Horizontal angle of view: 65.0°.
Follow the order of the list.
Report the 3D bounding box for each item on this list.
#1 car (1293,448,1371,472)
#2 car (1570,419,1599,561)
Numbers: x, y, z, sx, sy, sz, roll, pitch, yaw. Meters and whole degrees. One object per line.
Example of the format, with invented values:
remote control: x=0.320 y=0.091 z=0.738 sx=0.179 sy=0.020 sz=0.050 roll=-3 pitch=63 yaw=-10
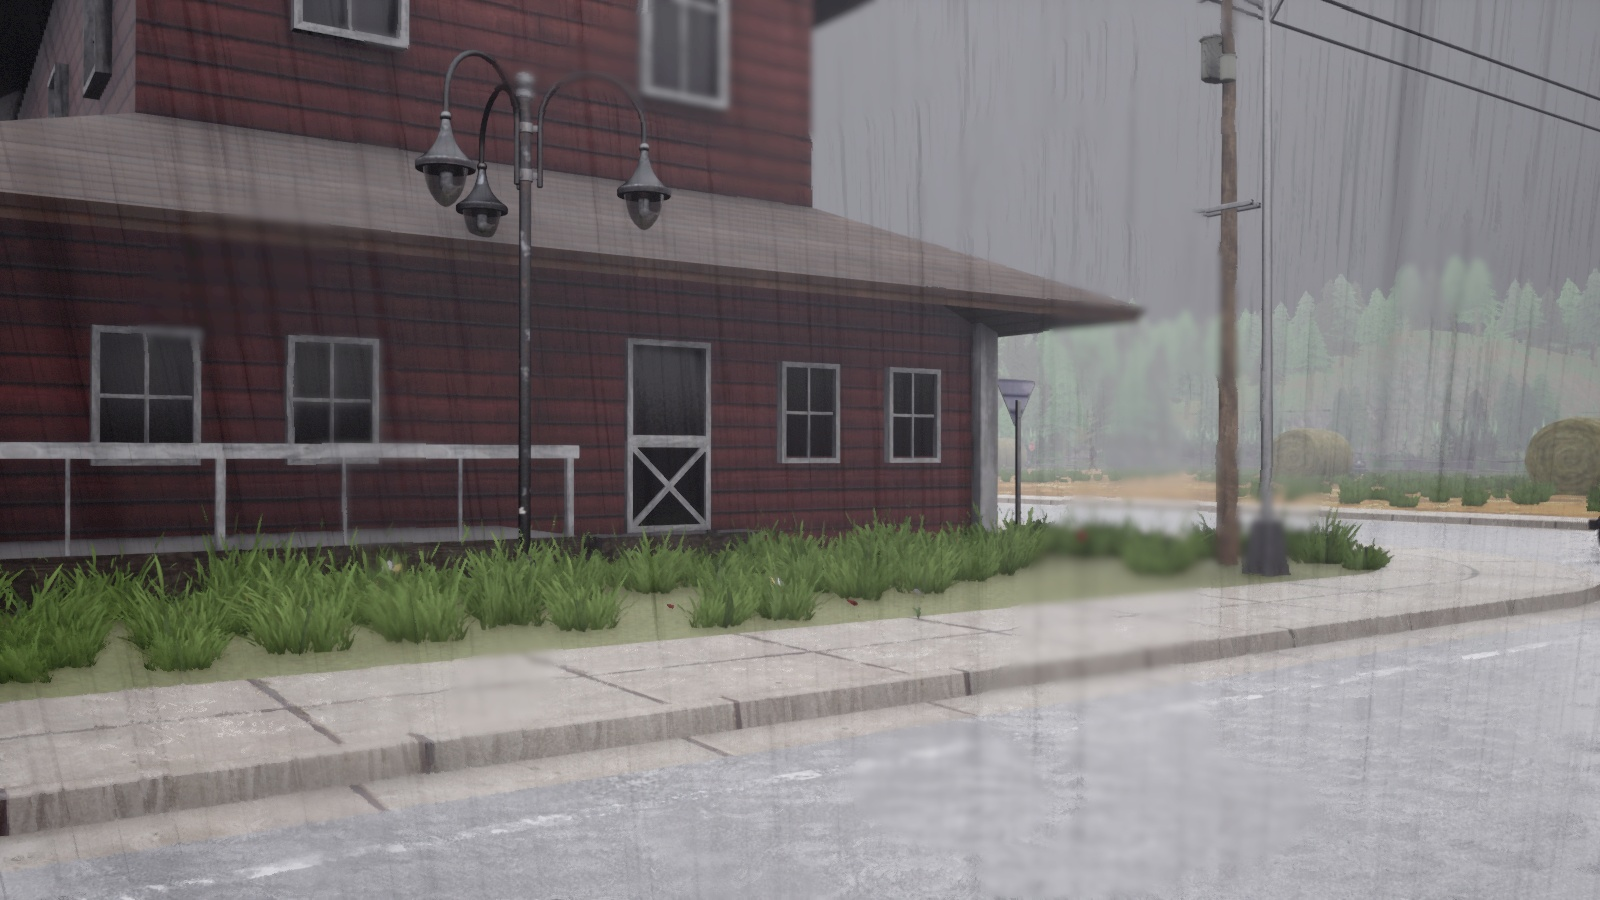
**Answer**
car: x=37.609 y=0.692 z=88.915 sx=2.242 sy=1.667 sz=4.611 roll=0 pitch=0 yaw=-32
car: x=11.691 y=0.536 z=15.426 sx=1.905 sy=1.878 sz=3.866 roll=0 pitch=0 yaw=-4
